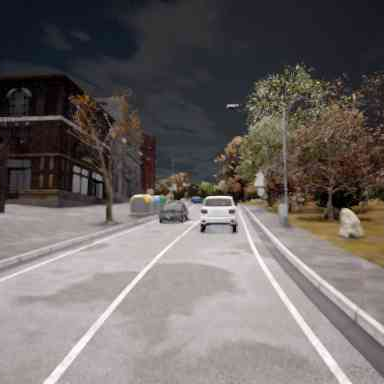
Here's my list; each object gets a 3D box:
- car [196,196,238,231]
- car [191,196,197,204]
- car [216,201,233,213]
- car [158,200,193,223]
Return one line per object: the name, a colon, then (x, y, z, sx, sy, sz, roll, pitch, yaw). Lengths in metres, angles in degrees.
car: (1.770, 1.280, 21.382, 2.150, 2.045, 5.566, -1, 0, 7)
car: (1.001, 1.657, 68.220, 1.882, 1.535, 5.008, 1, 0, -8)
car: (3.945, 1.722, 39.536, 1.895, 1.301, 4.718, 0, 0, 7)
car: (-1.369, 1.610, 26.340, 1.837, 1.490, 4.892, -1, 0, 7)
